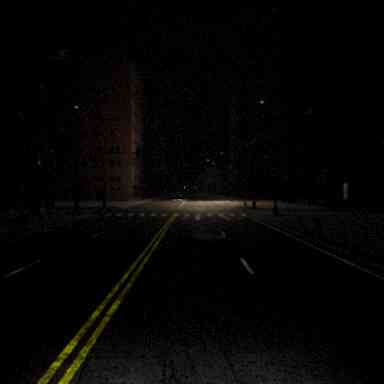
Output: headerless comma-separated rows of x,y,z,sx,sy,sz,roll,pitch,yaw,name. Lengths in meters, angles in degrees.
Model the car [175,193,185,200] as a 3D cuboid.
-3.210,1.233,83.910,1.994,1.385,4.181,0,0,0,car
